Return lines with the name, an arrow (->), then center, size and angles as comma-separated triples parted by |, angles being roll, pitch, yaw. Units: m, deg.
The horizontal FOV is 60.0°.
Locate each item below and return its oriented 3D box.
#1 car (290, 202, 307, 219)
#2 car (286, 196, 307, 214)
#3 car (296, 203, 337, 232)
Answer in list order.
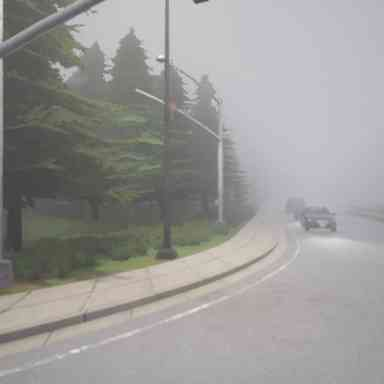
car -> 10.811, 1.965, 31.960 | 1.895, 1.301, 4.718 | 0, -1, 14
car -> 13.232, 1.704, 42.247 | 2.150, 2.045, 5.566 | 0, -1, 12
car -> 8.395, 1.744, 22.260 | 2.128, 1.511, 4.902 | 0, -1, 14
